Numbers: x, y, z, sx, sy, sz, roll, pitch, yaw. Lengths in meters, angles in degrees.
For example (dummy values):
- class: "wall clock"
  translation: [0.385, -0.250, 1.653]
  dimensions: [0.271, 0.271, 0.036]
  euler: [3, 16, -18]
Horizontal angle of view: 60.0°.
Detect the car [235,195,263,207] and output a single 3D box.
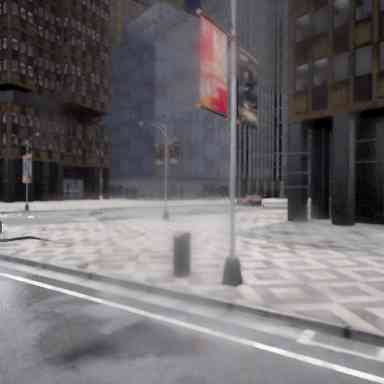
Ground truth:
- class: "car"
  translation: [8.297, 1.260, 48.224]
  dimensions: [4.553, 1.767, 2.097]
  euler: [0, 0, -41]
